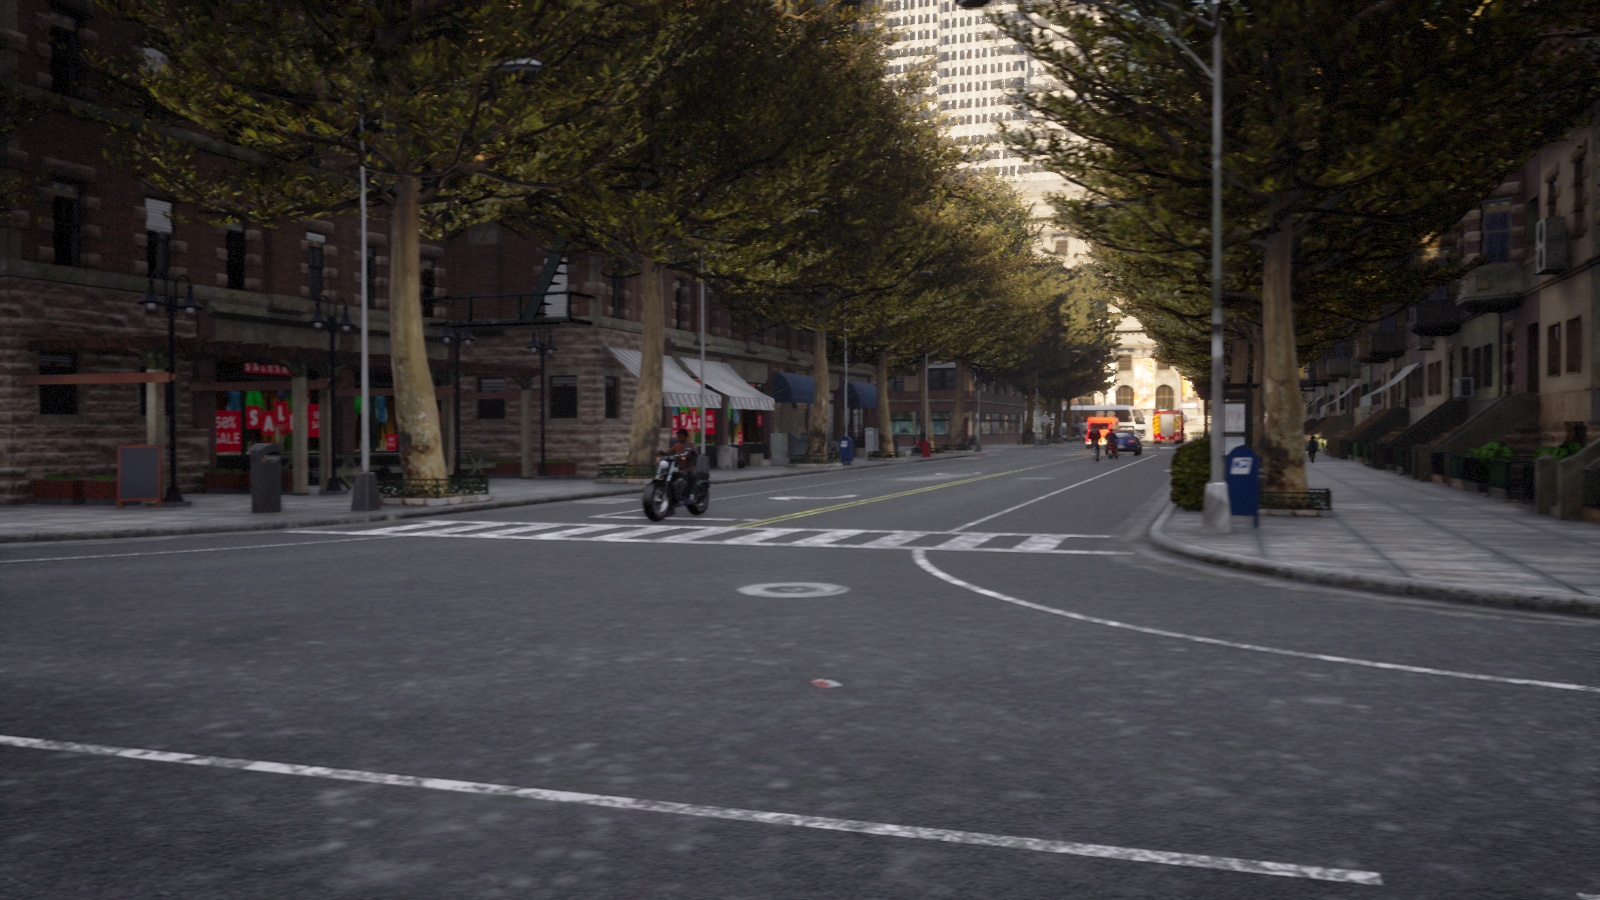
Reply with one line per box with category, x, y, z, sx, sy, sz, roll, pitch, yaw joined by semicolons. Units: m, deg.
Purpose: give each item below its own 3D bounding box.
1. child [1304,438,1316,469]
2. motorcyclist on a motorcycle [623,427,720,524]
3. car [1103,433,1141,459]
child;20.404;0.136;50.211;0.343;1.192;0.448;0;1;9
motorcyclist on a motorcycle;-2.269;0.408;22.513;0.766;1.649;2.350;1;1;21
car;18.920;-0.255;73.604;1.812;1.442;4.674;1;1;19
